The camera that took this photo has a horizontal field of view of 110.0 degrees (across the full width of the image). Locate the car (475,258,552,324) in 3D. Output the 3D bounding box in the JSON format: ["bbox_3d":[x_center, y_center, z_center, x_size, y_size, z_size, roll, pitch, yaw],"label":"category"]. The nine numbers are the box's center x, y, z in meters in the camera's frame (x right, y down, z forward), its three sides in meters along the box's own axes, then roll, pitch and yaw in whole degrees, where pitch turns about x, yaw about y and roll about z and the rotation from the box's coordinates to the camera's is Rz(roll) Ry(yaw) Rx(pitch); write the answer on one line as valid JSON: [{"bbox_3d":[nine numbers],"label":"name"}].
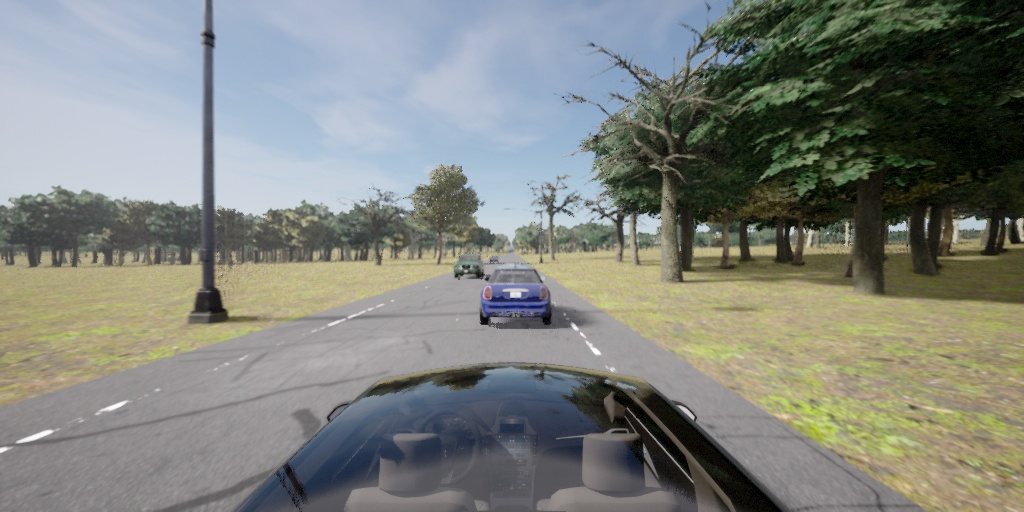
[{"bbox_3d":[0.103,1.084,12.099,2.097,1.767,4.553,0,0,0],"label":"car"}]

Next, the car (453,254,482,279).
[{"bbox_3d":[-3.590,0.846,30.798,2.150,2.045,5.566,0,0,0],"label":"car"}]
